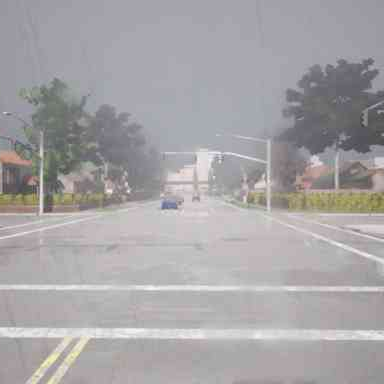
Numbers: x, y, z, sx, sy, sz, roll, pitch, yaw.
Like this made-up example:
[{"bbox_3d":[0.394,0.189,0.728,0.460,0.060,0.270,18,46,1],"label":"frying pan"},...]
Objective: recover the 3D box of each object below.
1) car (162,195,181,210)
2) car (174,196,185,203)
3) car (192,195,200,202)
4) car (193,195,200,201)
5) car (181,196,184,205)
[{"bbox_3d":[-2.847,1.471,43.235,1.882,1.535,5.008,0,0,0],"label":"car"},{"bbox_3d":[-2.561,1.536,69.408,2.033,1.411,5.357,0,0,0],"label":"car"},{"bbox_3d":[1.008,1.488,79.044,1.837,1.490,4.892,0,0,0],"label":"car"},{"bbox_3d":[1.082,1.500,89.442,1.812,1.442,4.674,0,0,0],"label":"car"},{"bbox_3d":[-2.755,1.342,54.815,2.097,1.767,4.553,0,0,1],"label":"car"}]
